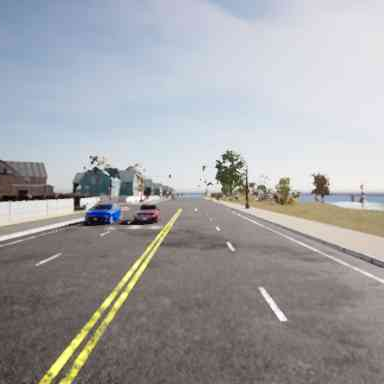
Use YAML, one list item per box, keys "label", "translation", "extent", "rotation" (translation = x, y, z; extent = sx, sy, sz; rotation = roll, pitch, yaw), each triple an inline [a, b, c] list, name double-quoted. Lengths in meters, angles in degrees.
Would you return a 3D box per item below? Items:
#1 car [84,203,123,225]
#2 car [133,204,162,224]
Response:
- label: "car"
  translation: [-6.578, 1.583, 25.131]
  extent: [1.882, 1.535, 5.008]
  rotation: [0, 0, 0]
- label: "car"
  translation: [-3.328, 1.634, 25.713]
  extent: [1.812, 1.442, 4.674]
  rotation: [0, 0, 0]
